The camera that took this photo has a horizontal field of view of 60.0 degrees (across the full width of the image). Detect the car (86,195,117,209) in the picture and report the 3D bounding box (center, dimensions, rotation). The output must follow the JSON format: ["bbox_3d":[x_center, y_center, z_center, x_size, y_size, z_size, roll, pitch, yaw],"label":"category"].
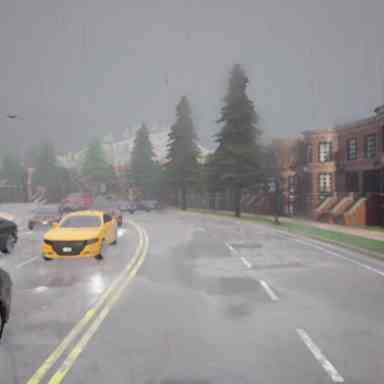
[{"bbox_3d":[-12.548,1.327,46.043,4.553,1.767,2.097,0,0,42],"label":"car"}]

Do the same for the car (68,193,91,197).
[{"bbox_3d":[-15.106,1.201,43.672,5.566,2.045,2.150,0,0,42],"label":"car"}]

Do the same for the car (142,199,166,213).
[{"bbox_3d":[-4.858,1.527,36.964,2.033,1.411,5.357,0,0,-34],"label":"car"}]

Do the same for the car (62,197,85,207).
[{"bbox_3d":[-12.164,1.546,35.136,1.994,1.385,4.181,0,0,-36],"label":"car"}]

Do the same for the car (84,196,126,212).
[{"bbox_3d":[-5.937,1.340,22.413,2.097,1.767,4.553,0,0,-19],"label":"car"}]

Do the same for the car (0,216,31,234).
[{"bbox_3d":[-7.357,1.487,10.614,2.128,1.511,4.902,0,0,-4],"label":"car"}]

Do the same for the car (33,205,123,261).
[{"bbox_3d":[-3.991,1.471,12.571,1.882,1.535,5.008,0,0,-5],"label":"car"}]

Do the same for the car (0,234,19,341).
[{"bbox_3d":[-3.649,1.504,3.184,1.837,1.490,4.892,0,0,-1],"label":"car"}]

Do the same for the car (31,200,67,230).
[{"bbox_3d":[-9.282,1.515,21.503,1.812,1.442,4.674,0,0,-19],"label":"car"}]

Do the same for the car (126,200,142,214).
[{"bbox_3d":[-7.534,1.529,34.648,2.033,1.411,5.357,0,0,-34],"label":"car"}]
